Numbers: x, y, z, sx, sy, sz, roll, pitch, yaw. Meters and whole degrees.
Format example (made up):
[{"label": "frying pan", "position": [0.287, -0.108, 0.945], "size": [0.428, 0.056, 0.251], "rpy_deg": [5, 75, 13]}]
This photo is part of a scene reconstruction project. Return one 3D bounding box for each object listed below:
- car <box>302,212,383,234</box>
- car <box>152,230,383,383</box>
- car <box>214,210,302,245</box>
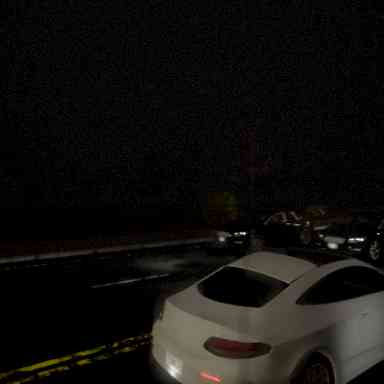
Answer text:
[{"label": "car", "position": [6.640, 1.513, 12.399], "size": [4.902, 1.511, 2.128], "rpy_deg": [0, 0, -35]}, {"label": "car", "position": [1.694, 1.533, 4.649], "size": [4.674, 1.442, 1.812], "rpy_deg": [0, 0, -35]}, {"label": "car", "position": [3.118, 1.510, 13.882], "size": [4.902, 1.511, 2.128], "rpy_deg": [0, 0, -35]}]
